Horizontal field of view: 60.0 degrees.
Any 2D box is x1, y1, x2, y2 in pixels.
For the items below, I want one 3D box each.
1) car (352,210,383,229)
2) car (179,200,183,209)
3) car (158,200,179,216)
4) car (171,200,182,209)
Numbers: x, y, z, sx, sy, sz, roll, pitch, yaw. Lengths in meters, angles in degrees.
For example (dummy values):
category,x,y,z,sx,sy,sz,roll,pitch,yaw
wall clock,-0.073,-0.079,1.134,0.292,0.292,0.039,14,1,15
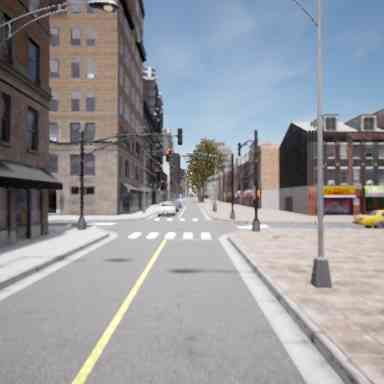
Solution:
category,x,y,z,sx,sy,sz,roll,pitch,yaw
car,13.911,1.871,23.348,4.829,1.417,1.752,0,-1,0
car,-2.804,2.080,47.628,2.033,1.411,5.357,0,-1,0
car,-2.813,1.953,37.850,1.812,1.442,4.674,0,-1,0
car,-2.754,2.186,59.196,1.812,1.442,4.674,0,0,0
